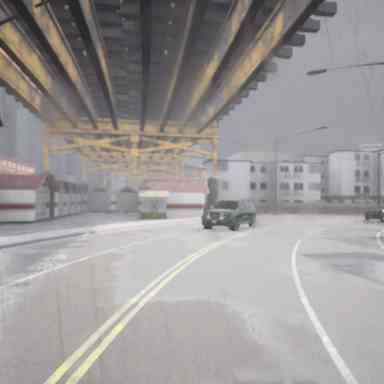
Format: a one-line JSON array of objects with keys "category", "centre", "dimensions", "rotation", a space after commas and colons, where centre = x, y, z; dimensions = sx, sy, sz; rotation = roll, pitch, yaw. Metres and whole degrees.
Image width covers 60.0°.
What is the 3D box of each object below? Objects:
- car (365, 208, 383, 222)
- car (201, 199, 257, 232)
[{"category": "car", "centre": [20.862, 2.501, 36.354], "dimensions": [4.902, 1.511, 2.128], "rotation": [3, -2, -33]}, {"category": "car", "centre": [2.714, 1.515, 22.762], "dimensions": [2.150, 2.045, 5.566], "rotation": [0, -1, 30]}]
